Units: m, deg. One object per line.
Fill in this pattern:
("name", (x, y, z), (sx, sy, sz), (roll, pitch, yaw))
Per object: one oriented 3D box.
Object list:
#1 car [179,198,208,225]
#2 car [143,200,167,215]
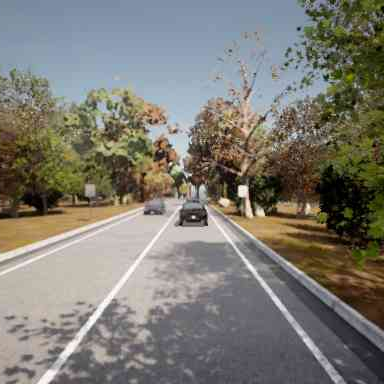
("car", (0.100, 1.444, 23.617), (1.882, 1.535, 5.008), (0, 0, 0))
("car", (-3.535, 1.472, 32.646), (2.033, 1.411, 5.357), (0, 0, 1))
